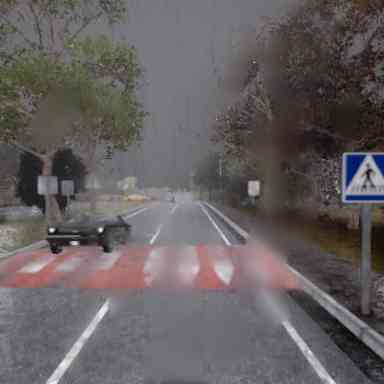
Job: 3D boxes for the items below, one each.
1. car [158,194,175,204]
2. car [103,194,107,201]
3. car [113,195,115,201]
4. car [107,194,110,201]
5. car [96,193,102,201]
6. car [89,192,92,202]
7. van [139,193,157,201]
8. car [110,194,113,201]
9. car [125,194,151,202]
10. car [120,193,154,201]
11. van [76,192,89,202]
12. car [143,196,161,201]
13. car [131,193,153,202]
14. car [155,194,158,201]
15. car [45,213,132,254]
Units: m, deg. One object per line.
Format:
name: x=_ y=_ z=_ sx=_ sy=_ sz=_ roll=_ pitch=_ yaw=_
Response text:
car: x=-3.799 y=1.100 z=54.281 sx=2.128 sy=1.511 sz=4.902 roll=0 pitch=0 yaw=0
car: x=-24.135 y=1.440 z=82.000 sx=4.553 sy=1.767 sz=2.185 roll=0 pitch=-1 yaw=-1
car: x=-24.234 y=1.775 z=90.306 sx=4.892 sy=1.521 sz=2.231 roll=0 pitch=-1 yaw=-1
car: x=-24.184 y=1.632 z=84.641 sx=5.008 sy=1.535 sz=2.097 roll=0 pitch=-1 yaw=-1
car: x=-24.110 y=1.428 z=76.458 sx=4.892 sy=1.521 sz=2.231 roll=0 pitch=-1 yaw=-1
car: x=-24.095 y=1.045 z=70.930 sx=5.566 sy=2.045 sz=2.435 roll=0 pitch=-1 yaw=-1
van: x=-11.227 y=1.392 z=84.696 sx=4.442 sy=1.987 sz=1.878 roll=0 pitch=-1 yaw=-1
car: x=-24.210 y=1.704 z=87.536 sx=5.008 sy=1.535 sz=2.097 roll=0 pitch=-1 yaw=-1
car: x=-10.966 y=1.227 z=68.048 sx=4.892 sy=1.521 sz=2.231 roll=0 pitch=-1 yaw=-1
car: x=-10.750 y=1.177 z=65.281 sx=5.366 sy=1.575 sz=1.946 roll=0 pitch=-1 yaw=-1
van: x=-24.159 y=1.015 z=68.037 sx=4.442 sy=1.987 sz=1.878 roll=0 pitch=-1 yaw=-1
car: x=-11.154 y=1.856 z=93.016 sx=4.792 sy=1.488 sz=2.163 roll=0 pitch=-1 yaw=-1
car: x=-11.042 y=1.216 z=73.598 sx=4.553 sy=1.767 sz=2.185 roll=0 pitch=-1 yaw=-1
car: x=-11.007 y=1.157 z=76.373 sx=5.566 sy=2.045 sz=2.435 roll=0 pitch=-1 yaw=-1
car: x=-3.451 y=1.396 z=11.977 sx=1.895 sy=1.301 sz=4.718 roll=-1 pitch=-5 yaw=-1
